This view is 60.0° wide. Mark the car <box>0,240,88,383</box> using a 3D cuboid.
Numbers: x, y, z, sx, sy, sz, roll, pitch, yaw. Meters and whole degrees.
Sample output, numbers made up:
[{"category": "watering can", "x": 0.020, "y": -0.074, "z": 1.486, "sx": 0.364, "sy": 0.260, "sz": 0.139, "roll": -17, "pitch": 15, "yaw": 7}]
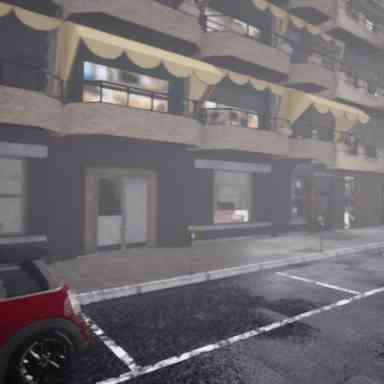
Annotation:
[{"category": "car", "x": -3.405, "y": 1.437, "z": 3.661, "sx": 4.097, "sy": 1.590, "sz": 1.967, "roll": 0, "pitch": 0, "yaw": -36}]
